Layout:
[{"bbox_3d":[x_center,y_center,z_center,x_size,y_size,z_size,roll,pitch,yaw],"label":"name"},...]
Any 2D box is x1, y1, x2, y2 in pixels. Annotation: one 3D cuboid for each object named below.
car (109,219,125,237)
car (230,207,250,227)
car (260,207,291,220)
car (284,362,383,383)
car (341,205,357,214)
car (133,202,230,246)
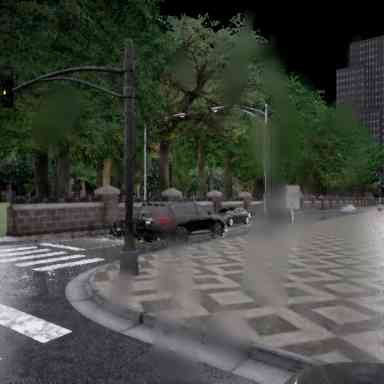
[{"bbox_3d":[-2.781,1.887,19.520,1.994,1.385,4.181,0,-1,35],"label":"car"},{"bbox_3d":[3.230,2.040,27.991,1.837,1.490,4.892,0,-1,35],"label":"car"},{"bbox_3d":[9.110,2.349,36.267,1.895,1.301,4.718,0,-1,35],"label":"car"},{"bbox_3d":[2.349,1.551,1.281,4.403,1.369,2.008,0,0,36],"label":"car"},{"bbox_3d":[25.247,2.769,53.500,1.812,1.442,4.674,0,-1,35],"label":"car"},{"bbox_3d":[-0.449,1.530,17.282,2.150,2.045,5.566,0,-1,35],"label":"car"}]
